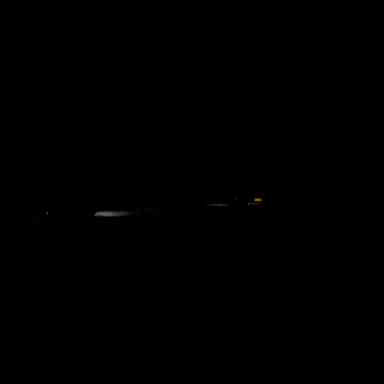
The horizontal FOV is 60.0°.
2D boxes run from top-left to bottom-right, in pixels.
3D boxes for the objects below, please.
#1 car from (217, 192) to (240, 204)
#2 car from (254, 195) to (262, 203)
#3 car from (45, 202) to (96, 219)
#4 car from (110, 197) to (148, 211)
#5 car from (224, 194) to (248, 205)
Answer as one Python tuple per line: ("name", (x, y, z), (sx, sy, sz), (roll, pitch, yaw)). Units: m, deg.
("car", (6.683, 1.062, 58.834), (2.150, 2.045, 5.566), (0, -1, 37))
("car", (13.488, 1.322, 62.988), (1.882, 1.535, 5.008), (0, 0, 36))
("car", (-10.852, 1.582, 29.951), (1.812, 1.442, 4.674), (0, 1, 36))
("car", (-7.507, 1.429, 39.713), (1.882, 1.535, 5.008), (0, 1, 36))
("car", (7.589, 1.388, 54.889), (1.994, 1.385, 4.181), (0, 0, 37))
